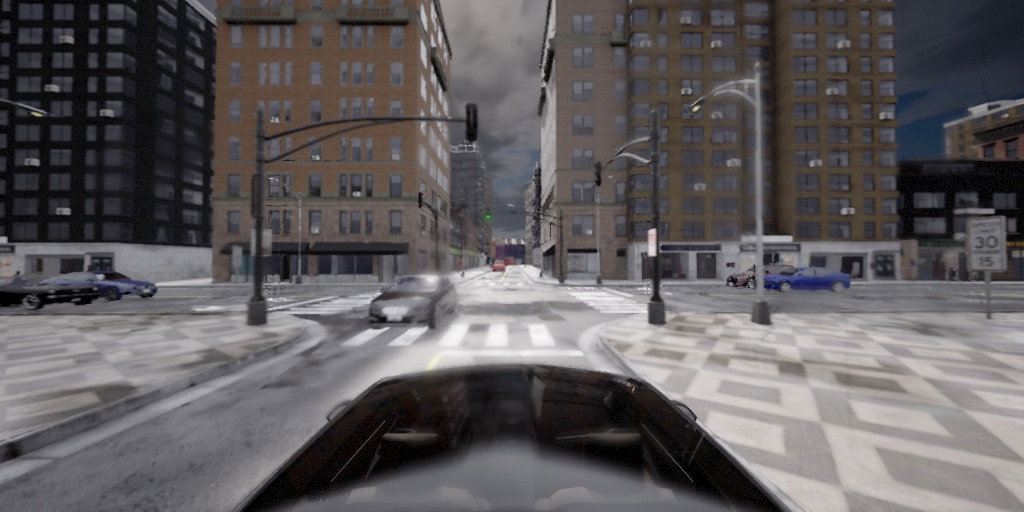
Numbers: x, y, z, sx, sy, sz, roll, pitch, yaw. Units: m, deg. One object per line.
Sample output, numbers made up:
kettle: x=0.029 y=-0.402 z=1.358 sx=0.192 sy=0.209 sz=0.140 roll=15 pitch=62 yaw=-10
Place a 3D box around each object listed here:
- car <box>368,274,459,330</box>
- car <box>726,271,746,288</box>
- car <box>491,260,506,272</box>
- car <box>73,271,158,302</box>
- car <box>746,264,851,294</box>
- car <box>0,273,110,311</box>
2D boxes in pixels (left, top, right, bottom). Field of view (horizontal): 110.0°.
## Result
car: x=-2.929 y=1.337 z=11.530 sx=2.128 sy=1.511 sz=4.902 roll=0 pitch=-1 yaw=1
car: x=17.347 y=1.360 z=24.733 sx=4.553 sy=1.767 sz=2.097 roll=0 pitch=-1 yaw=0
car: x=-2.222 y=1.760 z=60.487 sx=2.150 sy=2.045 sz=5.566 roll=0 pitch=1 yaw=0
car: x=-20.481 y=1.471 z=17.820 sx=4.674 sy=1.442 sz=1.812 roll=0 pitch=-1 yaw=0
car: x=17.284 y=1.421 z=21.481 sx=5.008 sy=1.535 sz=1.882 roll=0 pitch=-1 yaw=0
car: x=-19.905 y=1.481 z=14.572 sx=4.718 sy=1.301 sz=1.895 roll=0 pitch=-1 yaw=0
